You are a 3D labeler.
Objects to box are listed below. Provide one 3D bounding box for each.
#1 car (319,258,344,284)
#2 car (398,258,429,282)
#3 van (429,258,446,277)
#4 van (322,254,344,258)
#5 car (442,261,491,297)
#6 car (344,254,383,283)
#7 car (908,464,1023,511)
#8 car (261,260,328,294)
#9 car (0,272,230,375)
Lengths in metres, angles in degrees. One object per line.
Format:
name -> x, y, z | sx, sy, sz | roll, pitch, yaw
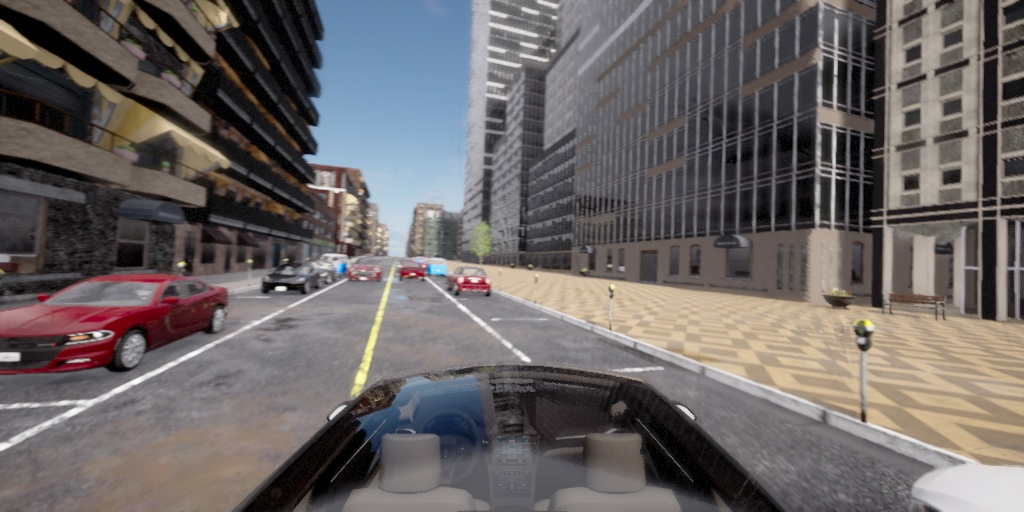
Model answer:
car -> -12.176, 0.970, 22.595 | 2.007, 1.370, 4.403 | 0, 0, -18
car -> -7.930, 1.152, 28.369 | 1.882, 1.535, 5.008 | 3, -1, -18
van -> -7.586, 1.112, 35.753 | 1.690, 1.789, 3.998 | 0, 0, -18
van -> -13.869, 0.741, 27.902 | 1.690, 1.789, 3.998 | 0, 0, -18
car -> -2.508, 1.270, 19.834 | 1.967, 1.591, 4.097 | 0, 0, -18
car -> -10.367, 0.886, 25.632 | 2.097, 1.767, 4.553 | 3, -1, -17
car -> 3.460, 1.415, 0.118 | 1.812, 1.442, 4.674 | 3, -1, -18
car -> -10.484, 1.005, 17.289 | 1.948, 1.339, 4.313 | 0, 0, -18
car -> -7.099, 1.024, 6.676 | 1.888, 1.381, 4.507 | 0, 0, -18
